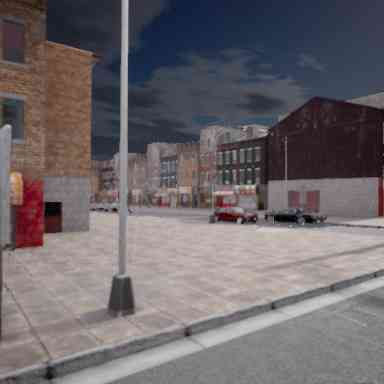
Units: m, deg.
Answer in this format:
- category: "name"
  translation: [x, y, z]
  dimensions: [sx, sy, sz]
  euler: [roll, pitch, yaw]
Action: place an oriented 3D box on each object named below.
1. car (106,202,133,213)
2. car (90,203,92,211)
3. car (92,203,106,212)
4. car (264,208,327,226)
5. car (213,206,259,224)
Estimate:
- category: "car"
  translation: [-9.579, 2.104, 45.127]
  dimensions: [1.967, 1.590, 4.097]
  euler: [0, -1, -36]
- category: "car"
  translation: [-16.108, 2.412, 54.062]
  dimensions: [1.947, 1.339, 4.313]
  euler: [0, -1, -36]
- category: "car"
  translation: [-12.843, 2.320, 49.594]
  dimensions: [1.947, 1.339, 4.313]
  euler: [0, -1, -36]
- category: "car"
  translation: [7.913, 1.881, 25.996]
  dimensions: [1.895, 1.301, 4.718]
  euler: [1, -1, -37]
- category: "car"
  translation: [3.484, 1.852, 27.251]
  dimensions: [1.887, 1.381, 4.507]
  euler: [0, -1, -36]
